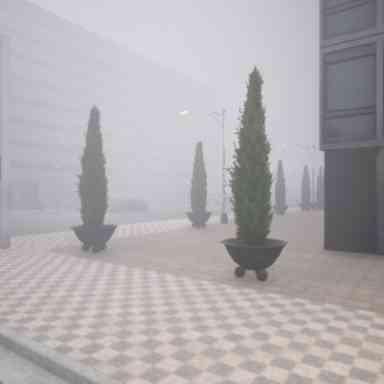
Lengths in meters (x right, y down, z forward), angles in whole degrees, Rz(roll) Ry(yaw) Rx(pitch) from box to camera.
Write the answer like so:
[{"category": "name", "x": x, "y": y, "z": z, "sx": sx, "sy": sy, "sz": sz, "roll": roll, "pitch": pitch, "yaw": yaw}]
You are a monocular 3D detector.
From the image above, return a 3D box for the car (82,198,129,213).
[{"category": "car", "x": -9.339, "y": 1.410, "z": 36.217, "sx": 1.837, "sy": 1.490, "sz": 4.892, "roll": 0, "pitch": 0, "yaw": 36}]

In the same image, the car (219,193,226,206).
[{"category": "car", "x": 7.072, "y": 1.121, "z": 52.676, "sx": 2.150, "sy": 2.045, "sz": 5.566, "roll": 0, "pitch": 0, "yaw": 36}]

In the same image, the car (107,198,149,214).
[{"category": "car", "x": -6.509, "y": 1.414, "z": 34.158, "sx": 1.837, "sy": 1.490, "sz": 4.892, "roll": 0, "pitch": 0, "yaw": 36}]

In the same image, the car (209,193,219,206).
[{"category": "car", "x": 4.243, "y": 1.117, "z": 54.736, "sx": 2.150, "sy": 2.045, "sz": 5.566, "roll": 0, "pitch": 0, "yaw": 36}]
